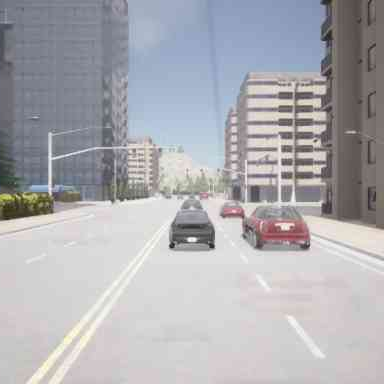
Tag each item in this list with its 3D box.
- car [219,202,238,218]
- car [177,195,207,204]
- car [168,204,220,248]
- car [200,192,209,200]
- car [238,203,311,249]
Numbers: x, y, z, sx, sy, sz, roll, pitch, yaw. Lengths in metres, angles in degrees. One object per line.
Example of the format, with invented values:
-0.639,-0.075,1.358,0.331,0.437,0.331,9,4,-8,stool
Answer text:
3.500,1.571,29.650,1.994,1.385,4.181,0,0,0,car
0.000,1.364,29.620,2.097,1.767,4.553,0,0,0,car
0.000,1.514,14.650,1.837,1.490,4.892,0,0,0,car
3.500,1.182,93.748,2.150,2.045,5.566,0,0,0,car
3.500,1.364,14.620,2.097,1.767,4.553,0,0,0,car
